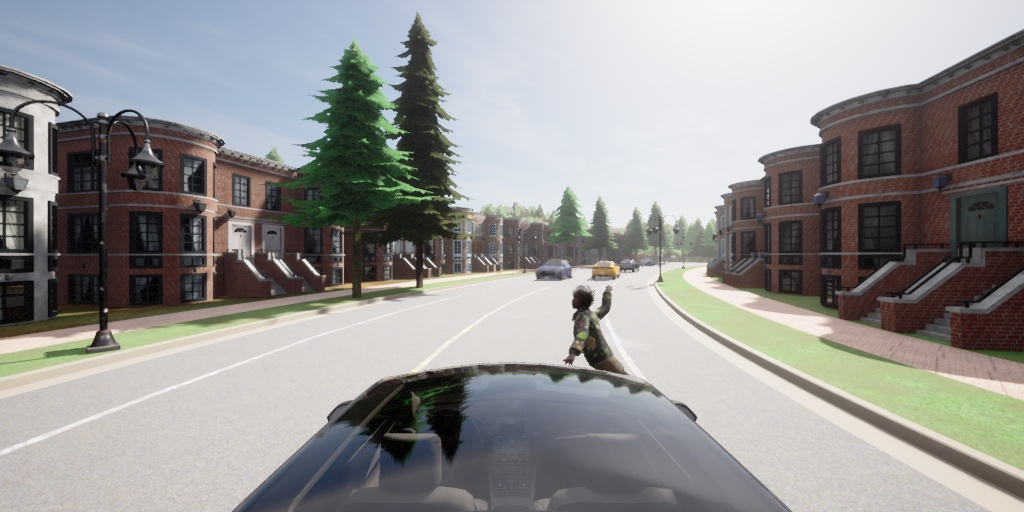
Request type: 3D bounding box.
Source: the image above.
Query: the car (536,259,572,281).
[{"bbox_3d":[3.521,1.072,29.666,2.097,1.767,4.553,0,0,22],"label":"car"}]

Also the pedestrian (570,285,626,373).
[{"bbox_3d":[0.976,1.164,3.570,0.375,1.860,0.375,-18,-21,-12],"label":"pedestrian"}]

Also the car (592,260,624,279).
[{"bbox_3d":[8.378,1.191,31.725,1.882,1.535,5.008,0,0,24],"label":"car"}]

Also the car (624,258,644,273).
[{"bbox_3d":[14.229,1.188,43.556,2.128,1.511,4.902,0,0,29],"label":"car"}]
